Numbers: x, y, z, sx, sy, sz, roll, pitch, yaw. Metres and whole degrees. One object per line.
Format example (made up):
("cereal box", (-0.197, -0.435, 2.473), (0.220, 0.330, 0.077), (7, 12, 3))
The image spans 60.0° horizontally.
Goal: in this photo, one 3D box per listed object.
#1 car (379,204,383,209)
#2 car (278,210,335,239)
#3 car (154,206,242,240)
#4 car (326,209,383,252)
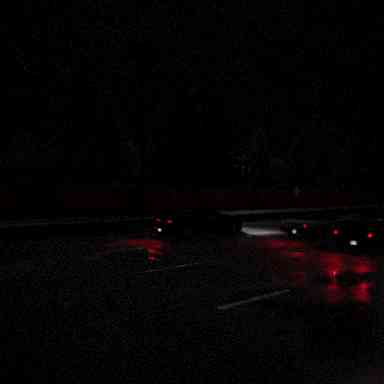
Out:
("car", (19.008, 1.493, 30.501), (4.902, 1.511, 2.128), (0, 0, -36))
("car", (6.698, 1.601, 17.241), (4.718, 1.301, 1.895), (0, 0, -36))
("car", (0.425, 1.506, 17.017), (4.892, 1.490, 1.837), (0, 0, -36))
("car", (7.834, 1.601, 13.741), (4.718, 1.301, 1.895), (0, 0, -36))
